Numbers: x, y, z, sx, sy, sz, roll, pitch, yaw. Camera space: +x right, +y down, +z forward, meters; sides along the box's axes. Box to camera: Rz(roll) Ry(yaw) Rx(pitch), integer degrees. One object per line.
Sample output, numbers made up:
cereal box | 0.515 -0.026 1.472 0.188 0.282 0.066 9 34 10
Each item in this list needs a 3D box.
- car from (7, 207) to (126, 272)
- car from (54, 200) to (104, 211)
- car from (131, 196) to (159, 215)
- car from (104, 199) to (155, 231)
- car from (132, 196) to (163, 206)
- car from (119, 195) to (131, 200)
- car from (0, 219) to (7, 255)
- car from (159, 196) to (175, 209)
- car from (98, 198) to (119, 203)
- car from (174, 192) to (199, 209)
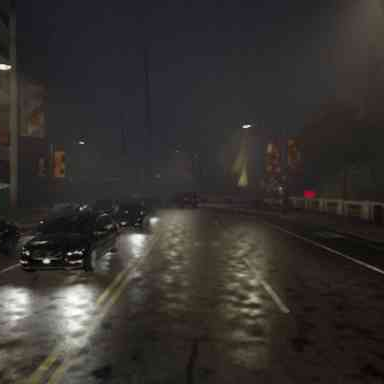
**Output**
car | -3.606 1.455 10.670 1.837 1.490 4.892 0 0 0
car | -7.106 1.455 19.744 2.033 1.411 5.357 0 0 0
car | -4.394 1.335 30.481 1.882 1.535 5.008 0 0 -10
car | -3.612 1.411 20.085 1.837 1.490 4.892 0 0 0
car | -6.901 1.309 51.219 2.033 1.411 5.357 0 0 -43
car | -9.732 1.277 49.132 1.837 1.490 4.892 0 1 -43
car | -7.104 1.478 10.241 1.812 1.442 4.674 0 0 0
car | -4.231 1.374 40.688 1.994 1.385 4.181 0 0 -29
car | -7.810 1.366 29.774 1.837 1.490 4.892 0 0 -10
car | -1.197 1.024 42.418 2.150 2.045 5.566 0 0 -29
